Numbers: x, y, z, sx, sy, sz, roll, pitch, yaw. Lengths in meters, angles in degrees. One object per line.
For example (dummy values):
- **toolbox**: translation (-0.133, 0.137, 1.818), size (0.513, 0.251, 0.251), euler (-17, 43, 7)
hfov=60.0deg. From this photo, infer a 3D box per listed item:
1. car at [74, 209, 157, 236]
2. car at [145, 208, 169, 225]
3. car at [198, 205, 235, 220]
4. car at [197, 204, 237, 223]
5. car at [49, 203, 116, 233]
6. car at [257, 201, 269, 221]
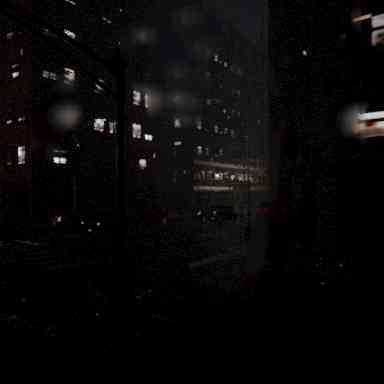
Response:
- **car**: translation (-4.726, 1.966, 21.247), size (1.895, 1.301, 4.718), euler (0, -1, 35)
- **car**: translation (-3.738, 2.009, 27.154), size (1.887, 1.381, 4.507), euler (-1, -2, 35)
- **car**: translation (2.741, 2.193, 36.317), size (1.752, 1.417, 4.829), euler (-1, -2, 35)
- **car**: translation (2.388, 1.939, 31.301), size (2.097, 1.767, 4.553), euler (0, -1, 35)
- **car**: translation (-7.027, 1.676, 22.510), size (2.192, 1.841, 5.009), euler (-1, -2, 35)
- **car**: translation (8.766, 1.926, 34.788), size (2.150, 2.045, 5.566), euler (0, -1, 35)
